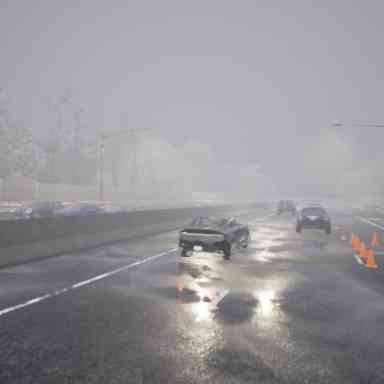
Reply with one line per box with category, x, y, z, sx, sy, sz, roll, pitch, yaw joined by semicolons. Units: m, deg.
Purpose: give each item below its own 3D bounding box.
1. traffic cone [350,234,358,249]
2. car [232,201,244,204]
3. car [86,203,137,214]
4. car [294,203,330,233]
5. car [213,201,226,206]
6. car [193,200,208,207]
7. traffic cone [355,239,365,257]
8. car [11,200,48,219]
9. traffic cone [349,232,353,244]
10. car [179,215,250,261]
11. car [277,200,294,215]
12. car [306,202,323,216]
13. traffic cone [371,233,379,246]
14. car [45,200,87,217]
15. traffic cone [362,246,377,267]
traffic cone;7.468;2.294;15.038;0.340;0.580;0.340;1;-1;20
car;8.856;2.513;64.739;1.882;1.535;5.008;1;-1;21
car;-5.754;1.735;25.650;1.812;1.442;4.674;1;-1;20
car;8.611;1.822;23.575;2.097;1.767;4.553;1;-1;20
car;5.555;2.509;65.892;1.812;1.442;4.674;1;-1;21
car;1.653;2.399;65.458;2.128;1.511;4.902;1;-1;21
traffic cone;6.771;2.257;13.163;0.340;0.580;0.340;1;-1;20
car;-12.539;1.449;27.515;2.097;1.767;4.553;1;-1;20
traffic cone;8.164;2.332;16.912;0.340;0.580;0.340;1;-1;20
car;1.050;1.681;13.282;2.128;1.511;4.902;1;-1;20
car;12.961;2.072;45.320;2.150;2.045;5.566;1;-1;20
car;16.887;2.289;45.848;2.097;1.767;4.553;1;-1;20
traffic cone;9.102;2.346;16.563;0.340;0.580;0.340;1;-1;20
car;-9.043;1.637;26.884;1.882;1.535;5.008;1;-1;20
traffic cone;6.075;2.219;11.289;0.340;0.580;0.340;1;-1;20
